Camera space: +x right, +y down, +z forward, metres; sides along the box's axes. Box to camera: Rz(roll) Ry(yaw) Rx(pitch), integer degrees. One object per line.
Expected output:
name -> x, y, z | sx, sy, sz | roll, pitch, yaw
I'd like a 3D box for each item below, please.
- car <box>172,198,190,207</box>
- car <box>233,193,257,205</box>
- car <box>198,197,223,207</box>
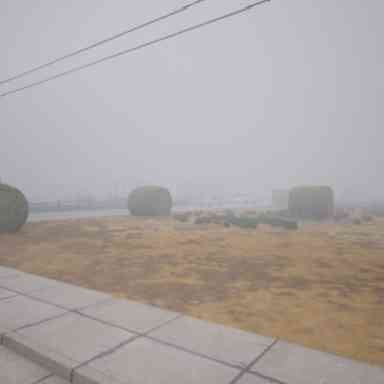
car -> -2.147, 1.511, 49.048 | 1.994, 1.385, 4.181 | 0, 0, 39
car -> 9.288, 1.171, 57.769 | 2.150, 2.045, 5.566 | 0, 0, 38
car -> 2.796, 1.475, 49.468 | 1.812, 1.442, 4.674 | 0, 0, 39
